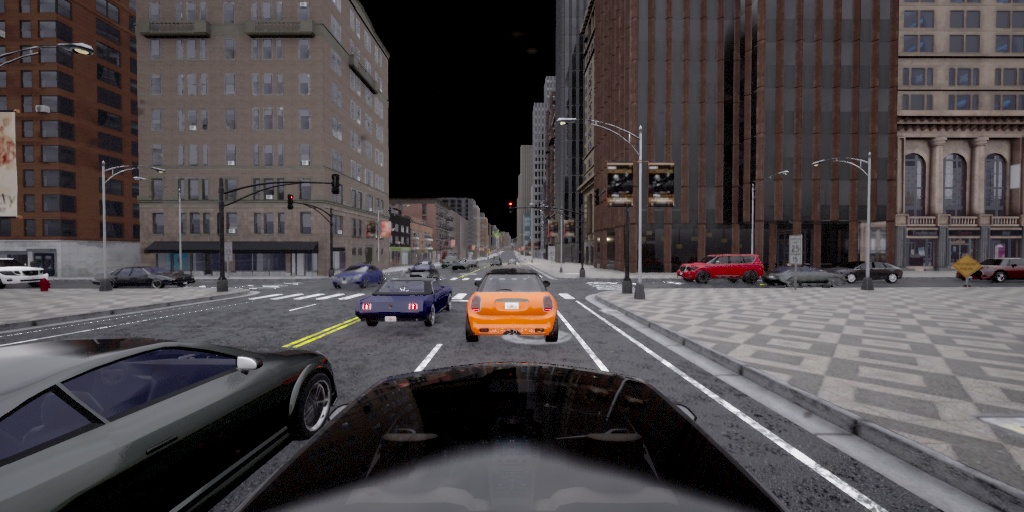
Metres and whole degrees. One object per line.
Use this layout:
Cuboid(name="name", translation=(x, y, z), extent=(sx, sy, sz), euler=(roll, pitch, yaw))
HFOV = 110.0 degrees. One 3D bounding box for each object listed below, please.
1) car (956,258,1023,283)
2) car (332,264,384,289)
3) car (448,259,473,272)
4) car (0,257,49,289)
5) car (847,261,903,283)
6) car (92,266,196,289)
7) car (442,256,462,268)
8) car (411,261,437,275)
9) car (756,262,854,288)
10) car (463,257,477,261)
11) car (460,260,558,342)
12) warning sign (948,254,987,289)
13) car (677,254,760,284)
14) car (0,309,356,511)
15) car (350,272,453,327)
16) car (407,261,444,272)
Cuboid(name="car", translation=(35.001, 0.926, 25.666), extent=(4.553, 1.767, 2.097), euler=(0, 1, 0))
Cuboid(name="car", translation=(-9.861, 1.280, 23.409), extent=(1.812, 1.442, 4.674), euler=(0, 0, 0))
Cuboid(name="car", translation=(-6.625, 1.374, 46.567), extent=(1.895, 1.301, 4.718), euler=(0, 0, 0))
Cuboid(name="car", translation=(-34.311, 1.105, 23.614), extent=(5.566, 2.045, 2.150), euler=(0, 1, 0))
Cuboid(name="car", translation=(24.883, 1.119, 25.631), extent=(4.892, 1.490, 1.837), euler=(0, 1, 0))
Cuboid(name="car", translation=(-24.119, 1.396, 23.564), extent=(5.357, 1.411, 2.033), euler=(0, 1, 0))
Cuboid(name="car", translation=(-9.868, 0.999, 57.754), extent=(2.150, 2.045, 5.566), euler=(0, 0, 0))
Cuboid(name="car", translation=(-9.871, 1.294, 40.749), extent=(1.812, 1.442, 4.674), euler=(0, 0, 0))
Cuboid(name="car", translation=(18.217, 1.259, 22.431), extent=(4.181, 1.385, 1.994), euler=(0, 1, 0))
Cuboid(name="car", translation=(-6.611, 1.282, 60.488), extent=(1.837, 1.490, 4.892), euler=(0, 1, 0))
Cuboid(name="car", translation=(0.006, 1.101, 9.911), extent=(2.097, 1.767, 4.553), euler=(0, 0, 0))
Cuboid(name="warning sign", translation=(25.168, 0.827, 19.830), extent=(1.060, 1.860, 1.300), euler=(0, 0, 0))
Cuboid(name="car", translation=(14.827, 0.876, 25.589), extent=(5.566, 2.045, 2.150), euler=(0, 1, 0))
Cuboid(name="car", translation=(-3.158, 1.314, 2.742), extent=(1.994, 1.385, 4.181), euler=(0, 0, 1))
Cuboid(name="car", translation=(-3.154, 1.350, 11.561), extent=(1.895, 1.301, 4.718), euler=(0, 0, 0))
Cuboid(name="car", translation=(-6.614, 1.320, 26.453), extent=(1.994, 1.385, 4.181), euler=(0, 0, 0))
